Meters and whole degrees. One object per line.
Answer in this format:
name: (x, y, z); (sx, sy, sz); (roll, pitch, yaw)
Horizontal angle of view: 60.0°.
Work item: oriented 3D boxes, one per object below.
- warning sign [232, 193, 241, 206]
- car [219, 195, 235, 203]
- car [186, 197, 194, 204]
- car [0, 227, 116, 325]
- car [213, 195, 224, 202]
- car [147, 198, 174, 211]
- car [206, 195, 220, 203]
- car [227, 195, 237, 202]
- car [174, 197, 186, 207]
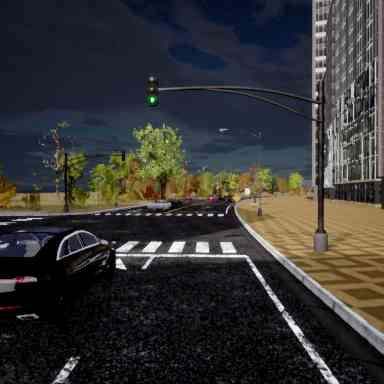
warning sign: (6.491, 1.122, 48.186); (1.300, 1.860, 1.060); (0, 0, 8)
car: (7.533, 1.493, 70.080); (1.882, 1.535, 5.008); (0, 0, 12)
car: (-0.859, 1.570, 61.549); (1.994, 1.385, 4.181); (0, 0, 10)
car: (-2.988, 1.491, 7.090); (2.128, 1.511, 4.902); (0, 0, 1)
car: (6.379, 1.495, 80.528); (1.882, 1.535, 5.008); (0, 0, 14)
car: (-3.990, 1.601, 40.620); (1.895, 1.301, 4.718); (0, 0, 10)
car: (4.416, 1.366, 71.136); (2.097, 1.767, 4.553); (0, 0, 12)
car: (9.673, 1.498, 80.337); (1.882, 1.535, 5.008); (0, 0, 14)
car: (-2.675, 1.603, 50.479); (1.895, 1.301, 4.718); (0, 0, 9)
